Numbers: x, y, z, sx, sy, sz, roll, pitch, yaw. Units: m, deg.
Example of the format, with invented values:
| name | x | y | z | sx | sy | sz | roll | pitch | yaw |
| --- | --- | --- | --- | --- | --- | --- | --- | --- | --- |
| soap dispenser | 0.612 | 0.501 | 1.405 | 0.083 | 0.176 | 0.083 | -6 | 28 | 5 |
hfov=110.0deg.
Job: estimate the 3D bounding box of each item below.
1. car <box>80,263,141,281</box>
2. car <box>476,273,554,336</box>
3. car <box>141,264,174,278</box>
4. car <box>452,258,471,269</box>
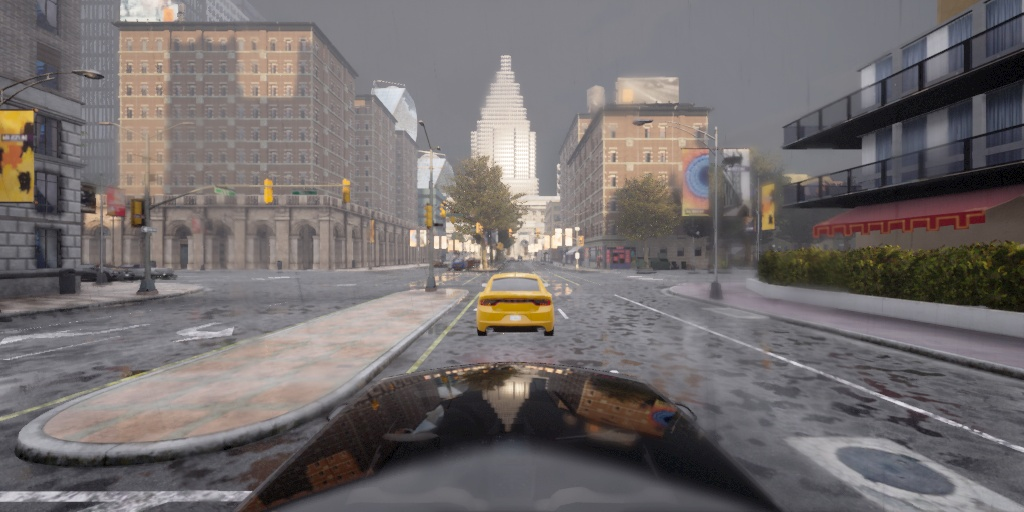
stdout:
| name | x | y | z | sx | sy | sz | roll | pitch | yaw |
| --- | --- | --- | --- | --- | --- | --- | --- | --- | --- |
| car | -33.416 | 1.276 | 28.953 | 4.674 | 1.442 | 1.812 | 0 | 0 | 0 |
| car | 0.092 | 1.228 | 10.455 | 1.882 | 1.535 | 5.008 | 0 | 0 | 0 |
| car | -33.668 | 1.351 | 32.451 | 4.718 | 1.301 | 1.895 | 0 | 0 | 0 |
| car | -8.016 | 1.227 | 55.127 | 1.882 | 1.535 | 5.008 | 0 | 0 | 0 |
